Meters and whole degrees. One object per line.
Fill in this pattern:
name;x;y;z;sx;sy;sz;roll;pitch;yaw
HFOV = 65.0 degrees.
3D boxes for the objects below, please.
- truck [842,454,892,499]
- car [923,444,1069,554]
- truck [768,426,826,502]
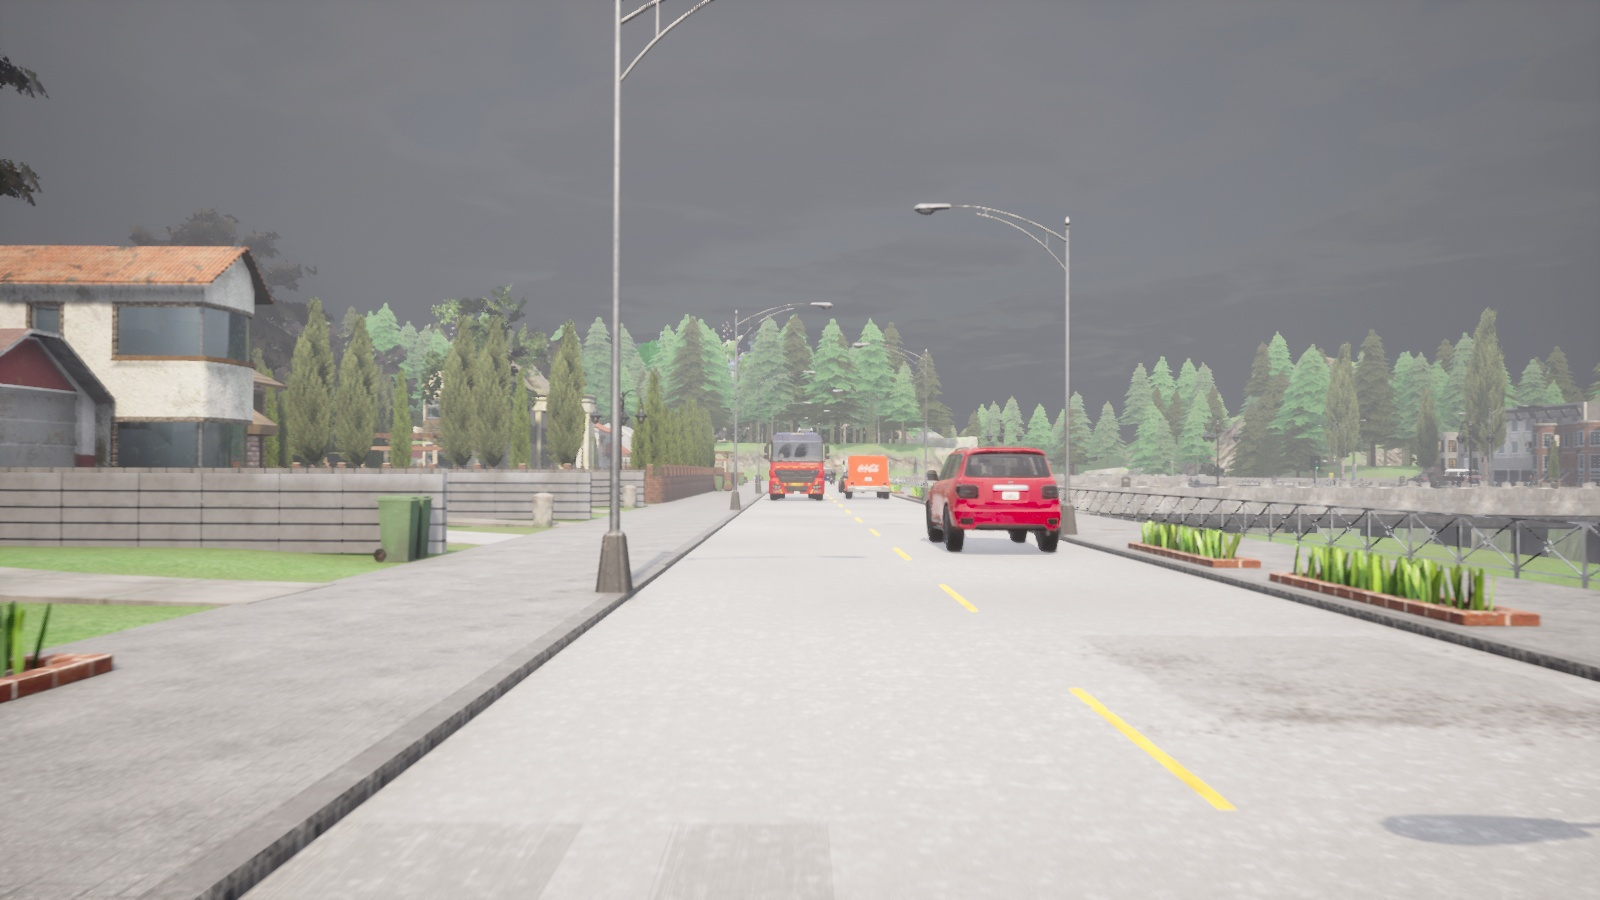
truck;3.827;1.532;72.867;2.627;2.467;5.204;0;-1;0
car;3.937;0.958;26.267;2.150;2.045;5.566;0;-1;0
truck;-0.165;0.791;68.126;2.891;3.827;8.468;0;-1;0
